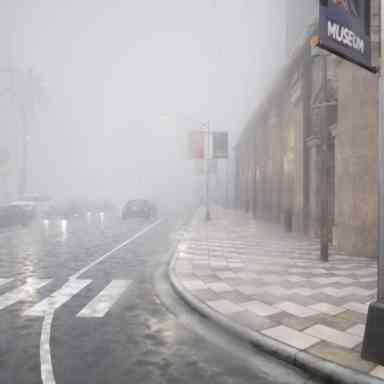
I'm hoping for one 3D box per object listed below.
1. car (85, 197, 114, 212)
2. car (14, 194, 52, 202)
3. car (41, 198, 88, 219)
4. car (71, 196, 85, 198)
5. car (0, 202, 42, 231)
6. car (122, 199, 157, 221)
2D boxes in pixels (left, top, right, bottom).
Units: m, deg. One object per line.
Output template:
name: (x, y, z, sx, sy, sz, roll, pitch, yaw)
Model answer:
car: (-10.760, 1.526, 39.513, 1.812, 1.442, 4.674, 0, 0, 3)
car: (-14.692, 1.221, 30.529, 2.150, 2.045, 5.566, 0, 0, 3)
car: (-11.224, 1.526, 29.634, 1.812, 1.442, 4.674, 0, 0, 3)
car: (-14.203, 1.352, 40.842, 2.097, 1.767, 4.553, 0, 0, 3)
car: (-11.603, 1.547, 20.213, 2.033, 1.411, 5.357, 0, 0, 2)
car: (-4.220, 1.341, 27.330, 2.097, 1.767, 4.553, 0, 0, 2)
